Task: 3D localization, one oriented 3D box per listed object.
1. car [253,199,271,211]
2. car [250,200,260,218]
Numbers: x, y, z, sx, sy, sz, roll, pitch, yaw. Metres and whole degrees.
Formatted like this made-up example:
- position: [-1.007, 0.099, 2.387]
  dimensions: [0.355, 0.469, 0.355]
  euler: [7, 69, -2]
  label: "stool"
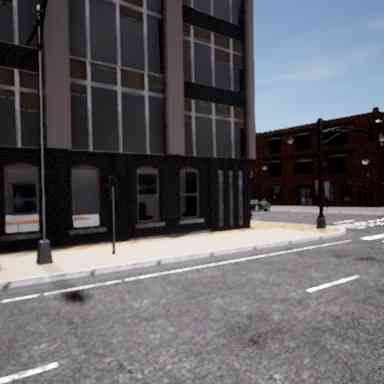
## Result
- position: [7.214, 1.543, 39.077]
  dimensions: [2.008, 1.369, 4.403]
  euler: [-3, 1, -36]
  label: "car"
- position: [3.470, 1.671, 29.530]
  dimensions: [1.947, 1.339, 4.313]
  euler: [-3, 1, -36]
  label: "car"
